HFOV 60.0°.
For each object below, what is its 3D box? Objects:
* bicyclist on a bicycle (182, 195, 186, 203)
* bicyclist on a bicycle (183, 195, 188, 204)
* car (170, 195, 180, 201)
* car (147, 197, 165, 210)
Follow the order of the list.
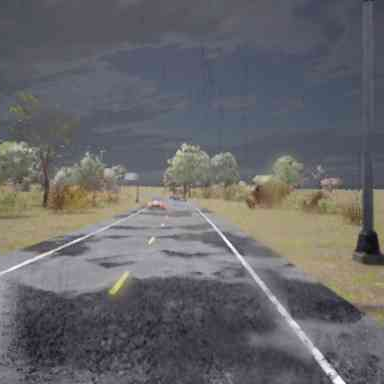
[{"bbox_3d":[-1.695,1.477,71.483,0.659,1.776,1.843,0,0,-4],"label":"bicyclist on a bicycle"},{"bbox_3d":[-1.117,1.534,63.019,0.866,1.612,1.509,0,0,-4],"label":"bicyclist on a bicycle"},{"bbox_3d":[-4.100,1.605,89.096,1.812,1.442,4.674,0,0,-5],"label":"car"},{"bbox_3d":[-4.589,1.430,43.115,2.097,1.767,4.553,0,0,-2],"label":"car"}]
